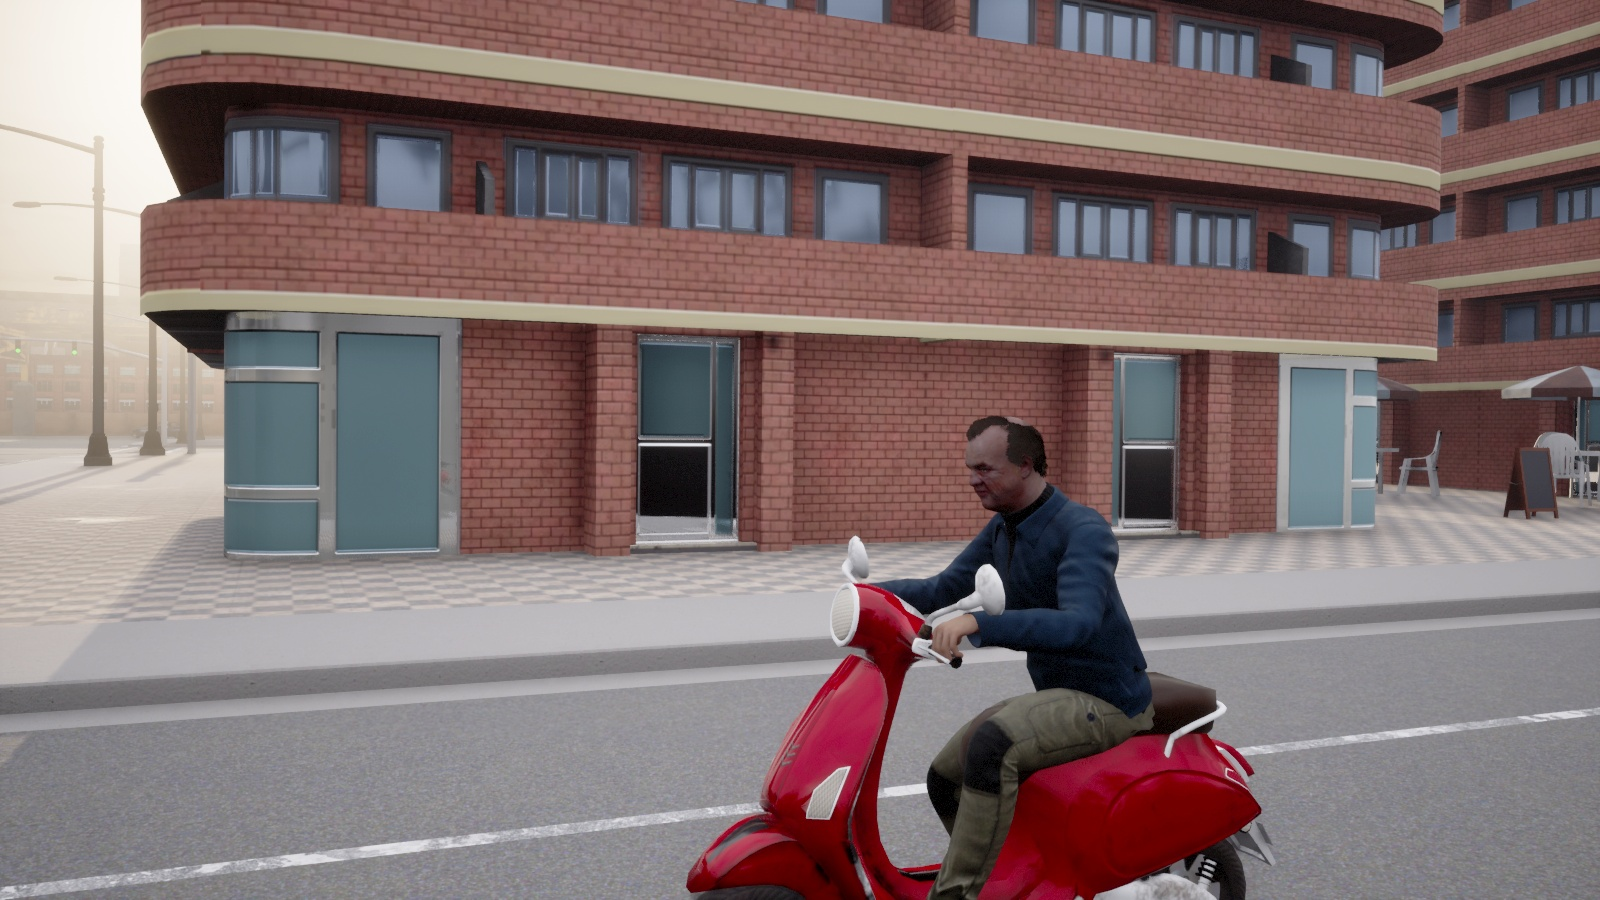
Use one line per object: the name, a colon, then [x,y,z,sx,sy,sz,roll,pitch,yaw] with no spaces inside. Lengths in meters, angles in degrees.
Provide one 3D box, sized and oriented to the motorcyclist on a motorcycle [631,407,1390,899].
motorcyclist on a motorcycle: [0.546,0.691,3.382,1.817,1.590,0.866,-1,1,-21]
